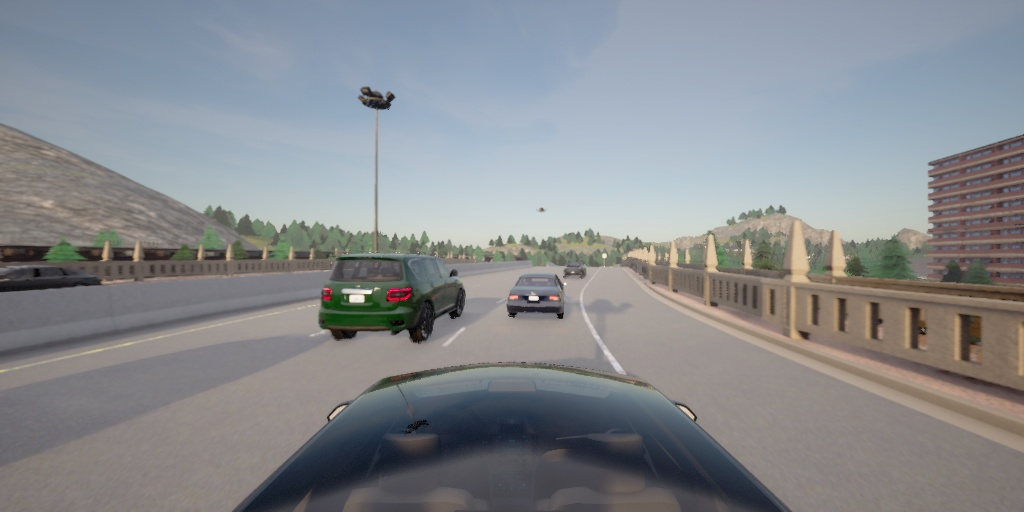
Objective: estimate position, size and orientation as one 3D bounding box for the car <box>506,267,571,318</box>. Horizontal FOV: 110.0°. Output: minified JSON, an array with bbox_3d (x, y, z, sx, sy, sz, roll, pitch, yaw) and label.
[{"bbox_3d":[0.998,1.302,13.121,2.033,1.411,5.357,0,0,8],"label":"car"}]

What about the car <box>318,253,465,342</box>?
[{"bbox_3d":[-2.878,0.957,9.900,2.150,2.045,5.566,0,0,5],"label":"car"}]

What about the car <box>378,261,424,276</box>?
[{"bbox_3d":[-11.415,1.242,37.257,2.033,1.411,5.357,0,0,15],"label":"car"}]

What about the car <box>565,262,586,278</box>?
[{"bbox_3d":[6.053,1.271,34.350,2.128,1.511,4.902,0,0,15],"label":"car"}]

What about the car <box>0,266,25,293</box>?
[{"bbox_3d":[-6.844,0.939,1.437,2.150,2.045,5.566,0,0,0],"label":"car"}]

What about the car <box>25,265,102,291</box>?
[{"bbox_3d":[-20.090,1.156,14.487,1.837,1.490,4.892,0,0,8],"label":"car"}]
